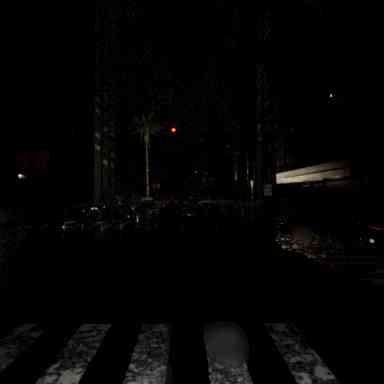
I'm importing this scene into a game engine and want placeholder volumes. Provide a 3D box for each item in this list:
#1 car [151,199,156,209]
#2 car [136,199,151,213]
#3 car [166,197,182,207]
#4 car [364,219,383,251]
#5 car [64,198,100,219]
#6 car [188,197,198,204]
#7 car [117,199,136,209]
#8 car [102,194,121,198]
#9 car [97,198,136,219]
[{"bbox_3d":[-6.501,1.734,48.939,1.895,1.301,4.718,0,0,0],"label":"car"},{"bbox_3d":[-6.529,1.587,39.051,2.128,1.511,4.902,0,0,0],"label":"car"},{"bbox_3d":[-3.051,1.676,52.828,1.812,1.442,4.674,0,-1,0],"label":"car"},{"bbox_3d":[8.564,1.447,11.416,4.902,1.511,2.128,0,0,-1],"label":"car"},{"bbox_3d":[-9.793,1.543,29.847,1.882,1.535,5.008,0,0,0],"label":"car"},{"bbox_3d":[0.232,1.790,69.812,1.994,1.385,4.181,0,0,0],"label":"car"},{"bbox_3d":[-9.745,1.701,49.754,1.994,1.385,4.181,0,0,0],"label":"car"},{"bbox_3d":[-9.780,1.319,39.793,2.150,2.045,5.566,0,0,0],"label":"car"},{"bbox_3d":[-6.547,1.543,29.583,1.882,1.535,5.008,0,0,0],"label":"car"}]
